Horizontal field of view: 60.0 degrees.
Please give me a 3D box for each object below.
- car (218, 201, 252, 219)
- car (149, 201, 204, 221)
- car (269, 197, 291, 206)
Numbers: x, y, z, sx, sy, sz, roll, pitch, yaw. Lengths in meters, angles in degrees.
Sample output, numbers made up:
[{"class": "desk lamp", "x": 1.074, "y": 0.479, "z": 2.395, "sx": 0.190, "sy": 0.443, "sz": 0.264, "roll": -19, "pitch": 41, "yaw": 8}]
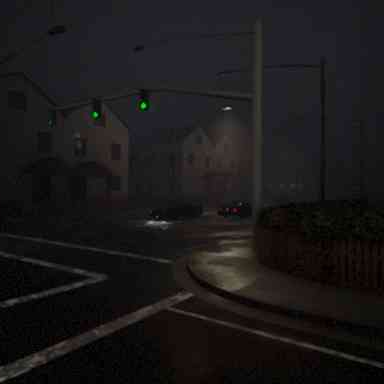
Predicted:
[{"class": "car", "x": 4.241, "y": 1.475, "z": 28.467, "sx": 2.033, "sy": 1.411, "sz": 5.357, "roll": 0, "pitch": 0, "yaw": 35}, {"class": "car", "x": -1.115, "y": 1.455, "z": 27.045, "sx": 2.033, "sy": 1.411, "sz": 5.357, "roll": 0, "pitch": 0, "yaw": 35}, {"class": "car", "x": 12.429, "y": 1.412, "z": 46.559, "sx": 1.837, "sy": 1.490, "sz": 4.892, "roll": 0, "pitch": 0, "yaw": 35}]
